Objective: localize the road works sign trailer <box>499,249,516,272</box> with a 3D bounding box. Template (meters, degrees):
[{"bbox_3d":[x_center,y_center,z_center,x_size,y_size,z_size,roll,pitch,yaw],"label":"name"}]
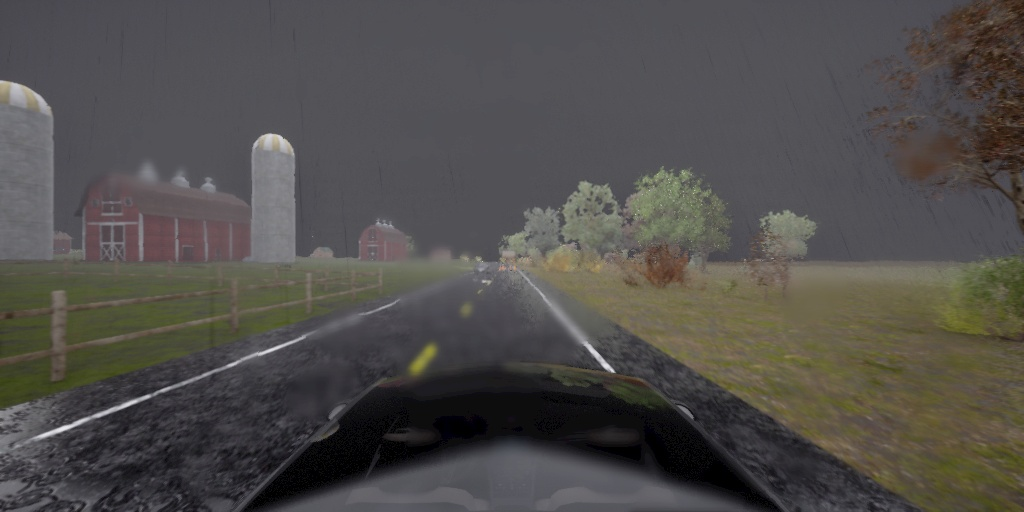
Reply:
[{"bbox_3d":[-0.514,0.732,58.231,2.380,3.560,2.880,0,0,-1],"label":"road works sign trailer"}]

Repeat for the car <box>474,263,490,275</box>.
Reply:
[{"bbox_3d":[-3.919,1.662,47.557,2.128,1.511,4.902,0,-1,0],"label":"car"}]
